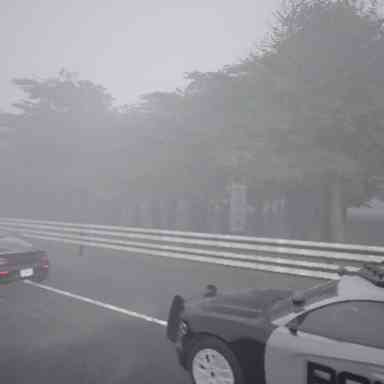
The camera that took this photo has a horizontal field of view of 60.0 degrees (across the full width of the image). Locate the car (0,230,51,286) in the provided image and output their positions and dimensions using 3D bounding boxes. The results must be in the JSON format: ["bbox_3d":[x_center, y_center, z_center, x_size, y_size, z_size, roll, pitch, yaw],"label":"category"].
[{"bbox_3d":[-5.847,1.822,9.505,4.674,1.442,1.812,-1,-3,37],"label":"car"}]

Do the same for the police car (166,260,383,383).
[{"bbox_3d":[1.981,1.599,3.589,5.238,1.638,1.930,-1,-3,37],"label":"police car"}]
